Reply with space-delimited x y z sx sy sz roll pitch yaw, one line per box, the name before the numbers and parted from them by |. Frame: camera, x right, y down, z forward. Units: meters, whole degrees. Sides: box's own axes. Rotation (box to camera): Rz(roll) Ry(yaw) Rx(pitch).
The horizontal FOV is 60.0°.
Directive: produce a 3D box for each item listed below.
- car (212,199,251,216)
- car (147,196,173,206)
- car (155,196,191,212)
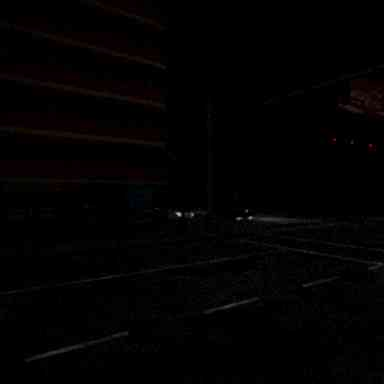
car | 3.504 1.473 31.924 2.128 1.511 4.902 0 0 -36
car | -5.468 1.467 56.656 2.128 1.511 4.902 0 0 -36
car | -2.035 1.459 39.602 1.882 1.535 5.008 0 0 -36
